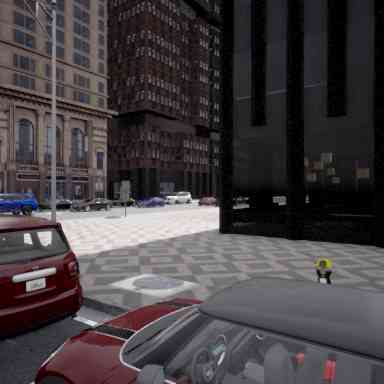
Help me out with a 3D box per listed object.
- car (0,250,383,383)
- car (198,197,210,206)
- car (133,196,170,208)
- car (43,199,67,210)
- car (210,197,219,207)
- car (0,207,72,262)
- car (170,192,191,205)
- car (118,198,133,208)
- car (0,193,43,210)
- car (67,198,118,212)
[{"bbox_3d":[0.550,1.440,2.565,4.097,1.590,1.967,0,0,35],"label":"car"},{"bbox_3d":[2.806,1.441,51.801,1.994,1.385,4.181,0,0,37],"label":"car"},{"bbox_3d":[-5.529,1.415,45.902,1.812,1.442,4.674,0,0,36],"label":"car"},{"bbox_3d":[-15.257,1.509,37.820,1.895,1.301,4.718,0,0,35],"label":"car"},{"bbox_3d":[5.220,1.397,49.581,1.837,1.490,4.892,0,0,36],"label":"car"},{"bbox_3d":[-4.022,1.314,5.804,5.009,1.841,2.192,0,0,35],"label":"car"},{"bbox_3d":[-2.302,1.061,55.982,2.150,2.045,5.566,0,1,34],"label":"car"},{"bbox_3d":[-9.496,1.483,45.929,1.895,1.301,4.718,0,0,35],"label":"car"},{"bbox_3d":[-16.850,1.163,29.975,2.150,2.045,5.566,0,0,34],"label":"car"},{"bbox_3d":[-11.217,1.421,37.893,1.837,1.490,4.892,0,0,36],"label":"car"}]
